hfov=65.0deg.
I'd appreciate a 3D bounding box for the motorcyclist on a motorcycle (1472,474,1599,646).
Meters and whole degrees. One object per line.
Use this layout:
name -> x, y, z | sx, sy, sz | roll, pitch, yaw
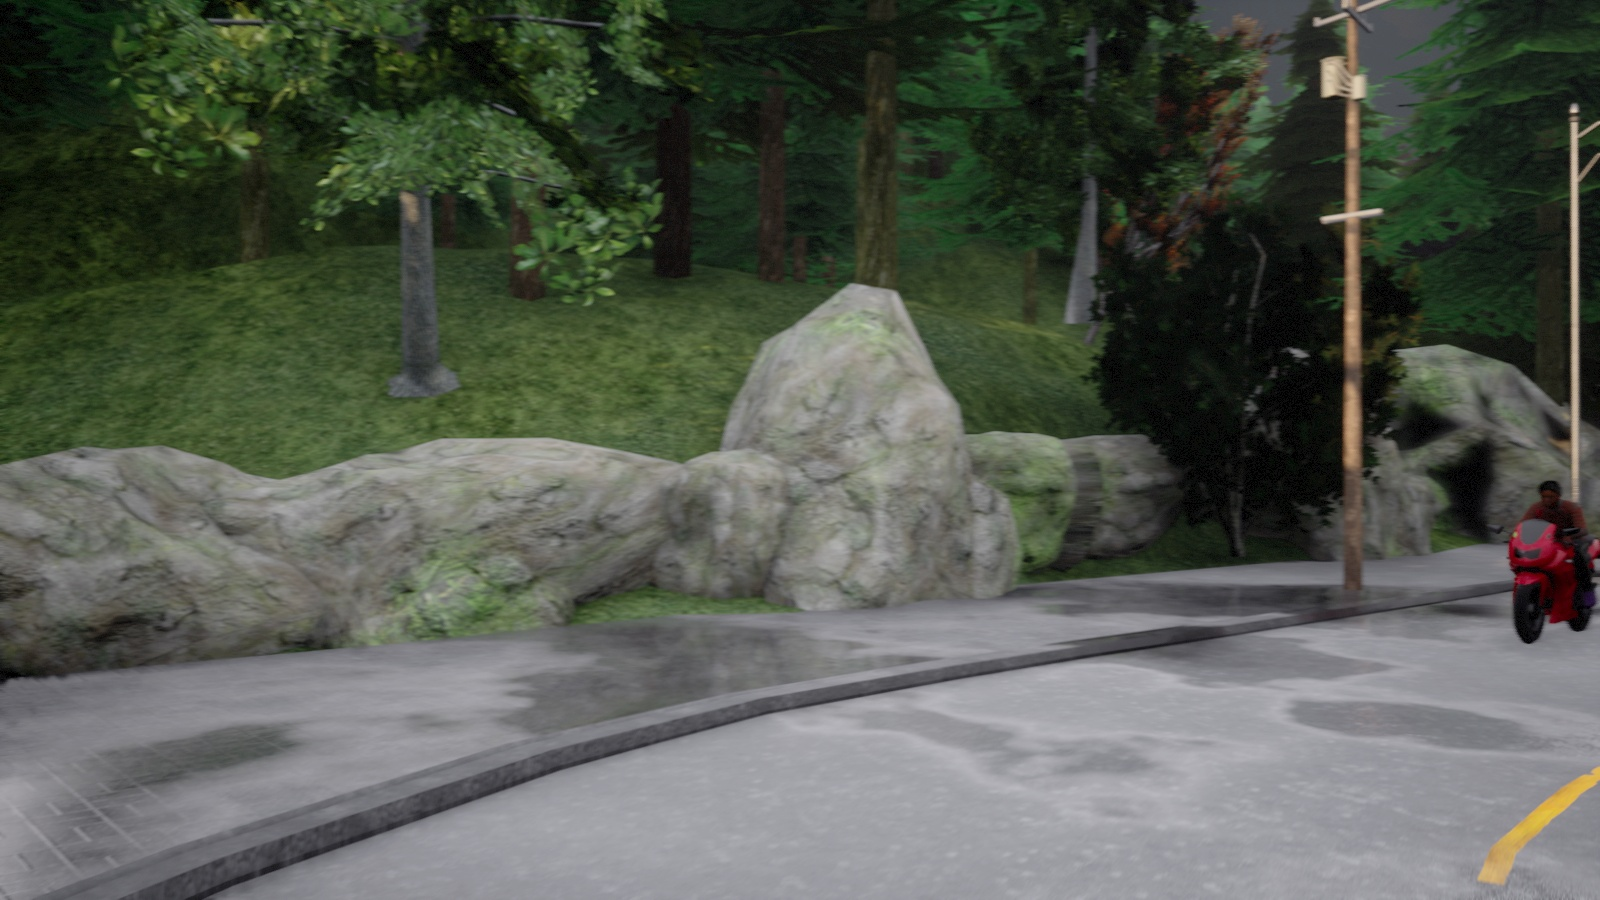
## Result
motorcyclist on a motorcycle -> 7.309, 0.993, 12.110 | 2.044, 1.523, 0.797 | 1, -1, -42
